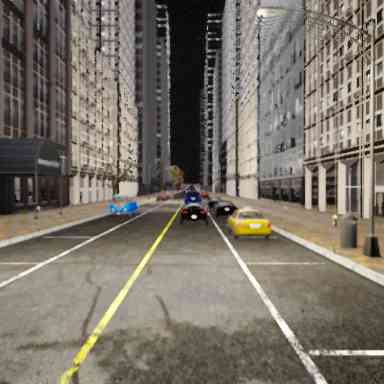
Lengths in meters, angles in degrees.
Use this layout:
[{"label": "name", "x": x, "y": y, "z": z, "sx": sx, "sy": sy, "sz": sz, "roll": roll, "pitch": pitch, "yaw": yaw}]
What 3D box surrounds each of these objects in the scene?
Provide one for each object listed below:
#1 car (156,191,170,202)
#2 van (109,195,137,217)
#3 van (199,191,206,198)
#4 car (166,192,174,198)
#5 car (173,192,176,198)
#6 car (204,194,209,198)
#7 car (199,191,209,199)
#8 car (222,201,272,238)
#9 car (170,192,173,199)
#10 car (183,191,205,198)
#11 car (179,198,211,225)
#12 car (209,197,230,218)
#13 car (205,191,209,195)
[{"label": "car", "x": -5.621, "y": 1.034, "z": 61.966, "sx": 1.887, "sy": 1.381, "sz": 4.507, "roll": 0, "pitch": 1, "yaw": 0}, {"label": "van", "x": -5.662, "y": 1.123, "z": 27.776, "sx": 1.690, "sy": 1.788, "sz": 3.998, "roll": 0, "pitch": 0, "yaw": 0}, {"label": "van", "x": 2.792, "y": 0.562, "z": 90.441, "sx": 1.690, "sy": 1.788, "sz": 3.998, "roll": 0, "pitch": 1, "yaw": 0}, {"label": "car", "x": -5.595, "y": 0.717, "z": 84.757, "sx": 1.967, "sy": 1.590, "sz": 4.097, "roll": 0, "pitch": 1, "yaw": 0}, {"label": "car", "x": -5.601, "y": 0.771, "z": 79.059, "sx": 1.967, "sy": 1.590, "sz": 4.097, "roll": 0, "pitch": 1, "yaw": 0}, {"label": "car", "x": 2.733, "y": 1.253, "z": 39.160, "sx": 1.947, "sy": 1.339, "sz": 4.313, "roll": 0, "pitch": 0, "yaw": 0}, {"label": "car", "x": 2.779, "y": 0.646, "z": 79.045, "sx": 2.192, "sy": 1.841, "sz": 5.009, "roll": 0, "pitch": 1, "yaw": 0}, {"label": "car", "x": 2.707, "y": 1.397, "z": 16.538, "sx": 1.752, "sy": 1.417, "sz": 4.829, "roll": 0, "pitch": 0, "yaw": 0}, {"label": "car", "x": -5.615, "y": 0.753, "z": 67.662, "sx": 2.192, "sy": 1.841, "sz": 5.009, "roll": 0, "pitch": 1, "yaw": 0}, {"label": "car", "x": 0.143, "y": 0.902, "z": 40.262, "sx": 2.150, "sy": 2.045, "sz": 5.566, "roll": 0, "pitch": 1, "yaw": 0}, {"label": "car", "x": 0.127, "y": 1.350, "z": 22.600, "sx": 1.812, "sy": 1.442, "sz": 4.674, "roll": 0, "pitch": 0, "yaw": 0}, {"label": "car", "x": 2.720, "y": 1.348, "z": 27.765, "sx": 1.947, "sy": 1.339, "sz": 4.313, "roll": 0, "pitch": 0, "yaw": 0}, {"label": "car", "x": 2.772, "y": 0.700, "z": 73.347, "sx": 2.192, "sy": 1.841, "sz": 5.009, "roll": 0, "pitch": 1, "yaw": 0}]
